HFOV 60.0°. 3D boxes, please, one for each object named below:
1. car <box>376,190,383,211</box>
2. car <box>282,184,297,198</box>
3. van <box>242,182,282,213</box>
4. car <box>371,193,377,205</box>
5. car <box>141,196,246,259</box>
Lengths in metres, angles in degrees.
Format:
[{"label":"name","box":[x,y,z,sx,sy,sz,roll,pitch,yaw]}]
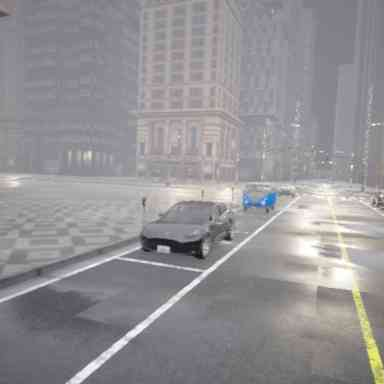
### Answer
[{"label":"car","box":[14.253,0.654,22.776,1.967,1.590,4.097,3,4,21]},{"label":"car","box":[10.462,-0.194,36.372,2.008,1.369,4.403,3,4,21]},{"label":"van","box":[4.263,0.274,20.631,1.690,1.788,3.998,3,4,21]},{"label":"car","box":[16.317,0.539,28.025,2.008,1.369,4.403,3,4,21]},{"label":"car","box":[0.117,0.947,10.158,1.947,1.339,4.313,3,4,21]}]
